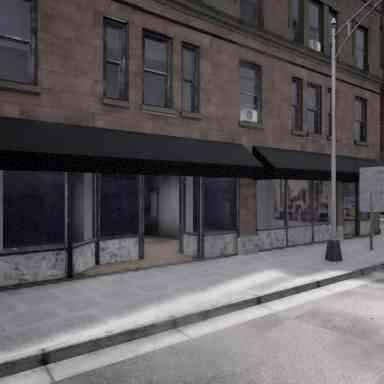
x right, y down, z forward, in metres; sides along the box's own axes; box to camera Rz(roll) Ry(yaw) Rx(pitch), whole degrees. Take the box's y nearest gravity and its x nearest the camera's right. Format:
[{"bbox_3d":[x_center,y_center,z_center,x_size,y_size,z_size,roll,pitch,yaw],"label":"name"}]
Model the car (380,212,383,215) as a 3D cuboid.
[{"bbox_3d":[15.884,1.146,28.139,2.097,1.767,4.553,0,1,-36],"label":"car"}]
